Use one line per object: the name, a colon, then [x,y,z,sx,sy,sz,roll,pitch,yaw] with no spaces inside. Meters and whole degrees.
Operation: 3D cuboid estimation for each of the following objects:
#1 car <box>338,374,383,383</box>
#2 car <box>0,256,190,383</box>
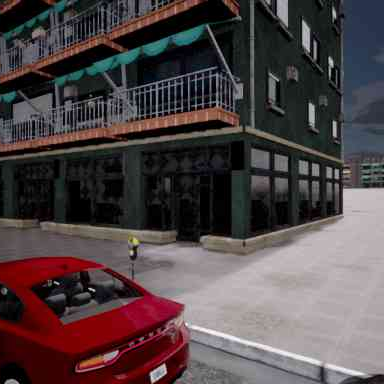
car: [2.469,1.566,1.122,4.313,1.339,1.947,0,0,35]
car: [-2.128,1.545,4.383,4.507,1.381,1.887,0,0,35]
